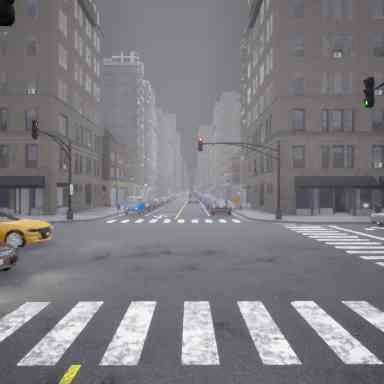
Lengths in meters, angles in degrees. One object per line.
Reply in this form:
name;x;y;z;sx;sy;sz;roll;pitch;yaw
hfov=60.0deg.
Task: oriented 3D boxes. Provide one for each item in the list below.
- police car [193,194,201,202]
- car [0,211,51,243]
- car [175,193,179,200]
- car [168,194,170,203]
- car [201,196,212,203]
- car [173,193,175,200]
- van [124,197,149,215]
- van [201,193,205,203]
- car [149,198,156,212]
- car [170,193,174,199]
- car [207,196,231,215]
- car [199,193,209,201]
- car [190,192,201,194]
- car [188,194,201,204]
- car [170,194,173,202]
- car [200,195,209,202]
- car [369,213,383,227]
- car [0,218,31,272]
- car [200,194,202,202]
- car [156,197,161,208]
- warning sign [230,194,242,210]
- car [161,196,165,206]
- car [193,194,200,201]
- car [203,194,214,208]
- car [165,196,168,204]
police car;1.144;1.421;79.442;1.930;1.638;5.238;0;0;-1
car;-8.501;1.466;13.854;5.008;1.535;1.882;0;0;0
car;-5.464;1.307;90.062;2.192;1.841;5.009;0;0;0
car;-5.590;1.527;61.551;1.752;1.417;4.829;0;0;0
car;2.962;1.551;67.359;2.008;1.369;4.403;0;0;0
car;-5.515;1.522;78.556;1.752;1.417;4.829;0;0;0
van;-5.715;1.343;33.380;1.690;1.788;3.998;0;0;0
van;2.911;1.344;56.021;1.690;1.788;3.998;0;0;0
car;-5.690;1.443;39.048;1.967;1.590;4.097;0;0;0
car;-5.539;1.543;73.057;1.887;1.381;4.507;0;0;0
car;2.811;1.442;33.344;1.967;1.590;4.097;0;0;0
car;3.036;1.309;84.367;2.192;1.841;5.009;0;0;0
car;0.319;1.039;72.949;2.150;2.045;5.566;0;0;0
car;0.275;1.566;62.915;1.994;1.385;4.181;0;0;0
car;-5.564;1.566;67.389;1.947;1.339;4.313;0;0;0
car;3.012;1.437;78.698;1.967;1.590;4.097;0;0;0
car;13.754;1.615;20.677;4.718;1.301;1.895;0;0;0
car;-7.030;1.522;9.132;4.674;1.442;1.812;0;0;20
car;2.937;1.527;61.860;1.752;1.417;4.829;0;0;0
car;-5.664;1.569;44.716;1.947;1.339;4.313;0;0;0
warning sign;5.239;1.118;39.328;1.300;1.860;1.060;0;0;0
car;-5.639;1.585;50.385;1.802;1.307;4.206;0;0;0
car;1.179;1.448;89.537;1.801;1.575;5.366;0;0;0
car;2.861;1.443;44.682;1.967;1.590;4.097;0;0;0
car;-5.615;1.569;56.053;1.947;1.339;4.313;0;0;0
